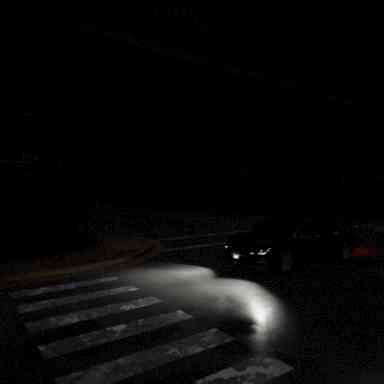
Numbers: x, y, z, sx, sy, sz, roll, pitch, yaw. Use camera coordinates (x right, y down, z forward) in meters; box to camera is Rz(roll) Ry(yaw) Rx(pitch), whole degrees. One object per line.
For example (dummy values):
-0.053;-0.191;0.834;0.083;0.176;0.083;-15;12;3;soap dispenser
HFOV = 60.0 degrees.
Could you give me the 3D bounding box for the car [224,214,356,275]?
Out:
3.173;1.480;10.364;4.892;1.490;1.837;0;0;-35;car
